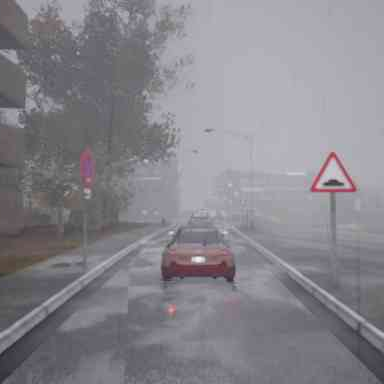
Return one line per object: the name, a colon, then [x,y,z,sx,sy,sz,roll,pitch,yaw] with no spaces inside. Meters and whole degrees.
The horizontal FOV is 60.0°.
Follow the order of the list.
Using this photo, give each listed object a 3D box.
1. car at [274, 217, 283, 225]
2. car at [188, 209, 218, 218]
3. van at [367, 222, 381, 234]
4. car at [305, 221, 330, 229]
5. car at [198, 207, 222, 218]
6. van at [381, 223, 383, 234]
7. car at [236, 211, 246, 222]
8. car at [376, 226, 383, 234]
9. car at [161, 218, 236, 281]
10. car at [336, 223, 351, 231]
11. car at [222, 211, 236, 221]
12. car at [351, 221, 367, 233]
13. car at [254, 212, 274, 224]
car: [13.652,4.935,58.480,1.946,1.575,5.366,7,-5,-30]
car: [0.682,2.282,25.611,2.128,1.511,4.902,0,-3,3]
van: [31.617,6.496,61.246,1.878,1.987,4.442,8,-5,-29]
car: [22.623,5.868,59.841,2.002,1.452,4.674,7,-5,-29]
car: [1.969,3.642,56.157,2.435,2.045,5.566,2,-4,-30]
van: [34.591,6.795,61.739,1.878,1.987,4.442,8,-5,-29]
car: [7.822,4.206,57.235,2.185,1.767,4.553,7,-5,-30]
car: [37.477,7.320,62.301,2.231,1.521,4.892,7,-5,-29]
car: [0.191,1.696,10.256,1.994,1.385,4.181,0,-1,1]
car: [25.594,6.168,60.350,2.002,1.452,4.674,8,-5,-29]
car: [4.849,3.946,56.741,2.185,1.767,4.553,5,-5,-31]
car: [28.475,6.427,61.000,1.946,1.575,5.366,7,-5,-29]
car: [10.819,4.384,57.791,2.435,2.045,5.566,8,-5,-30]
